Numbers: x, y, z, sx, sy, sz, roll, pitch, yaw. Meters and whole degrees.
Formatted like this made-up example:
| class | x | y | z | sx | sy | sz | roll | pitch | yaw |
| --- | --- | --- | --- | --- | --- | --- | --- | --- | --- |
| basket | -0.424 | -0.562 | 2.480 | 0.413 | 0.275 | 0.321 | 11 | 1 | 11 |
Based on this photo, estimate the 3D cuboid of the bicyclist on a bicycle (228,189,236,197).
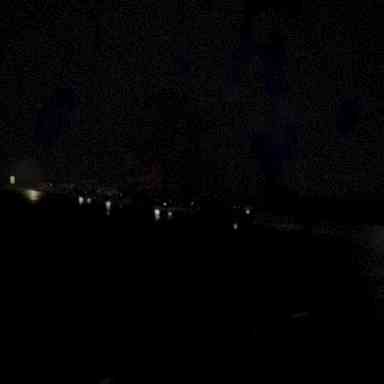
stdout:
| class | x | y | z | sx | sy | sz | roll | pitch | yaw |
| --- | --- | --- | --- | --- | --- | --- | --- | --- | --- |
| bicyclist on a bicycle | 3.458 | 0.562 | 29.837 | 1.656 | 1.620 | 0.582 | 0 | 2 | -36 |

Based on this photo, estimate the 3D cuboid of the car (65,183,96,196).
| class | x | y | z | sx | sy | sz | roll | pitch | yaw |
| --- | --- | --- | --- | --- | --- | --- | --- | --- | --- |
| car | -15.476 | -0.258 | 46.085 | 2.128 | 1.511 | 4.902 | 0 | 2 | -34 |

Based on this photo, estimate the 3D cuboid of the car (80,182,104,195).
| class | x | y | z | sx | sy | sz | roll | pitch | yaw |
| --- | --- | --- | --- | --- | --- | --- | --- | --- | --- |
| car | -15.307 | -0.539 | 50.816 | 2.097 | 1.767 | 4.553 | 0 | 2 | -36 |

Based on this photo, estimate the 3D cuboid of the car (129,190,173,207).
| class | x | y | z | sx | sy | sz | roll | pitch | yaw |
| --- | --- | --- | --- | --- | --- | --- | --- | --- | --- |
| car | -3.779 | 0.520 | 29.664 | 2.033 | 1.411 | 5.357 | 0 | 2 | -36 |

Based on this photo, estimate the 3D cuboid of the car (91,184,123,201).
| class | x | y | z | sx | sy | sz | roll | pitch | yaw |
| --- | --- | --- | --- | --- | --- | --- | --- | --- | --- |
| car | -9.460 | 0.145 | 37.599 | 1.812 | 1.442 | 4.674 | 0 | 2 | -35 |

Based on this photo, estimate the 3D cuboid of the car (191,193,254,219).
| class | x | y | z | sx | sy | sz | roll | pitch | yaw |
| --- | --- | --- | --- | --- | --- | --- | --- | --- | --- |
| car | 1.897 | 0.826 | 21.738 | 2.128 | 1.511 | 4.902 | 0 | 2 | -36 |
